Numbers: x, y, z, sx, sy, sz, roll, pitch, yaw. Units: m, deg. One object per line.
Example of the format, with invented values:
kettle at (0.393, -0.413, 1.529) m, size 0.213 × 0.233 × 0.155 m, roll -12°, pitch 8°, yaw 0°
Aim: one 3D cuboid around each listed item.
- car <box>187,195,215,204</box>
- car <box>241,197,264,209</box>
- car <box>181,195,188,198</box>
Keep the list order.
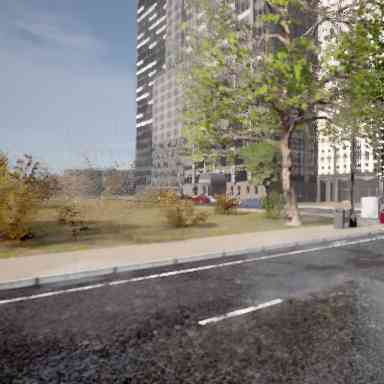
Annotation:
car at (1.606, 1.415, 61.237) m, size 1.812 × 1.442 × 4.674 m, roll 1°, pitch 0°, yaw -33°
car at (8.867, 1.422, 44.316) m, size 2.033 × 1.411 × 5.357 m, roll 1°, pitch 0°, yaw -34°
car at (-1.441, 1.308, 71.595) m, size 1.812 × 1.442 × 4.674 m, roll 1°, pitch 0°, yaw -34°
